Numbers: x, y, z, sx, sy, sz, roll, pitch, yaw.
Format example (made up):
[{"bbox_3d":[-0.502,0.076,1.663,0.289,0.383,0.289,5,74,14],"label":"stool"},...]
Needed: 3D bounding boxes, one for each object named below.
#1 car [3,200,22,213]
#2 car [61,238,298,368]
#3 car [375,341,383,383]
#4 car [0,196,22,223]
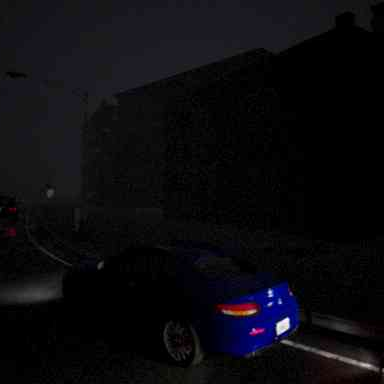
[{"bbox_3d":[-22.300,1.723,41.386,1.812,1.442,4.674,1,-1,-26],"label":"car"},{"bbox_3d":[-0.524,1.552,5.824,4.674,1.442,1.812,0,0,43],"label":"car"},{"bbox_3d":[3.856,1.362,2.278,4.553,1.767,2.097,0,0,35],"label":"car"},{"bbox_3d":[-14.960,1.344,26.326,2.150,2.045,5.566,1,0,-26],"label":"car"}]
